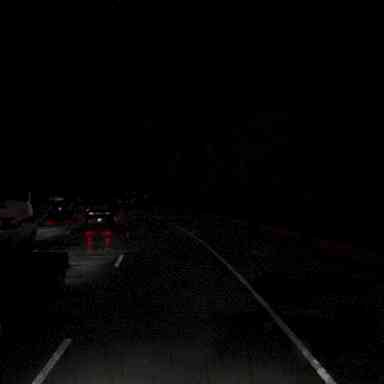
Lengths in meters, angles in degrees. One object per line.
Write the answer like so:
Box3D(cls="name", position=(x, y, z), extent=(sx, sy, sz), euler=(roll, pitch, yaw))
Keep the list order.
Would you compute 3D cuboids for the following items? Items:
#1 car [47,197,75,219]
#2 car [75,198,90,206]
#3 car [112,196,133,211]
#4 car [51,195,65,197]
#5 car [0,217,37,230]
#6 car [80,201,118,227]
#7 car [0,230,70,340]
Box3D(cls="car", position=(-12.792, 1.605, 32.519), extent=(2.097, 1.767, 4.553), euler=(0, 0, -19))
Box3D(cls="car", position=(-21.047, 1.859, 63.799), extent=(2.097, 1.767, 4.553), euler=(0, 0, -37))
Box3D(cls="car", position=(-10.034, 1.572, 47.461), extent=(2.150, 2.045, 5.566), euler=(0, 0, -26))
Box3D(cls="car", position=(-30.545, 1.661, 75.029), extent=(5.566, 2.045, 2.150), euler=(-1, -1, 44))
Box3D(cls="car", position=(-8.163, 1.717, 14.087), extent=(1.895, 1.301, 4.718), euler=(0, 0, -8))
Box3D(cls="car", position=(-6.756, 1.676, 24.561), extent=(2.128, 1.511, 4.902), euler=(0, 0, -14))
Box3D(cls="car", position=(-3.750, 1.651, 5.914), extent=(1.895, 1.301, 4.718), euler=(0, 0, -3))
